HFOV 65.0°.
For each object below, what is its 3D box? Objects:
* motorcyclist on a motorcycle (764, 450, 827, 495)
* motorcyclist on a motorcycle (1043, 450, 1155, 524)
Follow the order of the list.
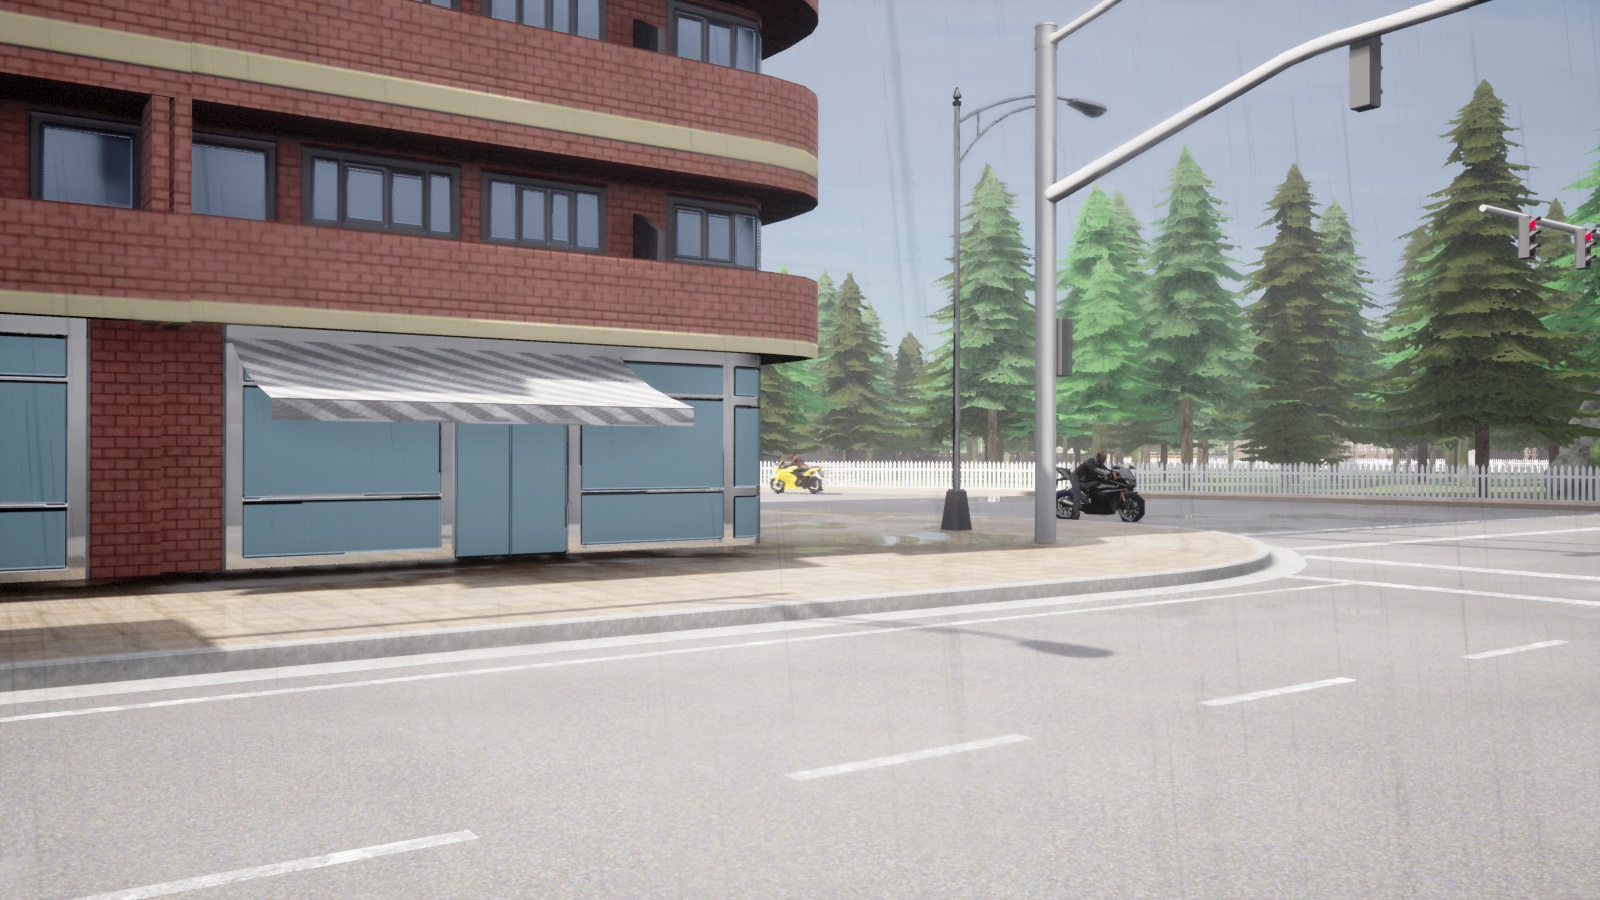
[{"bbox_3d":[-0.167,0.778,43.563,2.044,1.523,0.797,0,0,23],"label":"motorcyclist on a motorcycle"},{"bbox_3d":[6.403,0.777,27.009,2.191,1.530,0.866,0,0,42],"label":"motorcyclist on a motorcycle"}]
